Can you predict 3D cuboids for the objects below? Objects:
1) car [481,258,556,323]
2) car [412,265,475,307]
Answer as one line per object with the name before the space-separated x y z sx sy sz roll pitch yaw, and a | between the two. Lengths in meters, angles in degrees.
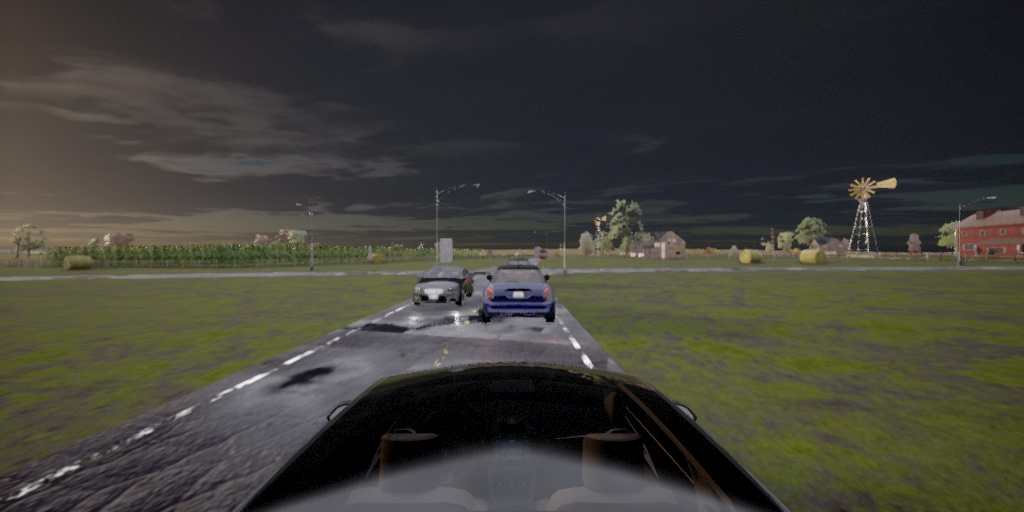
car | 0.201 1.028 11.864 2.097 1.767 4.553 0 1 1
car | -2.690 1.138 14.953 2.128 1.511 4.902 0 0 1
